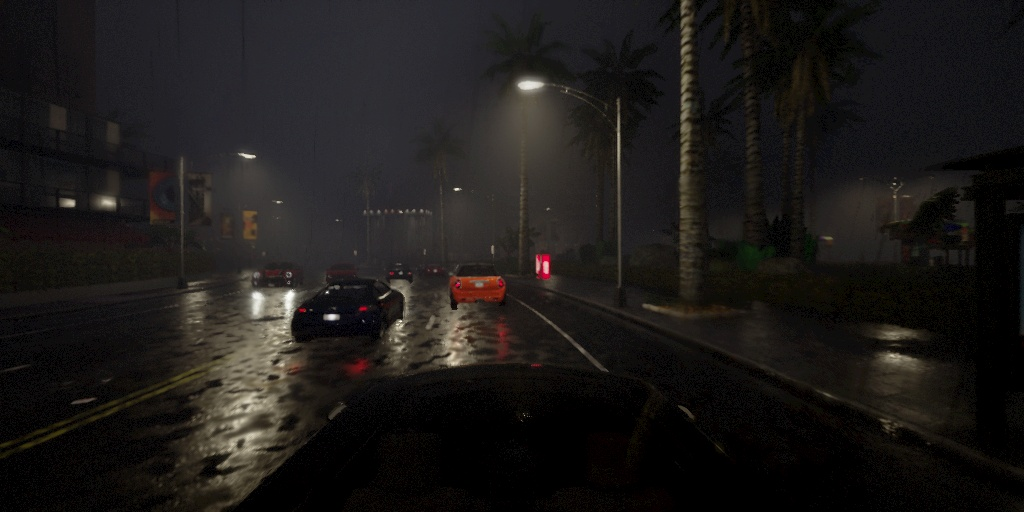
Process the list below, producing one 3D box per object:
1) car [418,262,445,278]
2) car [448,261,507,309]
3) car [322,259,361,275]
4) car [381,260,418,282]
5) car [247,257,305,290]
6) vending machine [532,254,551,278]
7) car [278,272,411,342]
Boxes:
[{"bbox_3d":[-7.554,1.268,33.250,1.994,1.385,4.181,0,0,-25],"label":"car"},{"bbox_3d":[-1.585,1.073,15.147,2.097,1.767,4.553,0,0,-11],"label":"car"},{"bbox_3d":[-11.901,1.227,25.285,1.882,1.535,5.008,0,0,-22],"label":"car"},{"bbox_3d":[-8.830,1.274,27.770,2.033,1.411,5.357,0,0,-22],"label":"car"},{"bbox_3d":[-14.748,1.123,22.887,2.097,1.767,4.553,0,0,-21],"label":"car"},{"bbox_3d":[2.506,0.859,28.721,1.100,2.100,0.880,0,0,-20],"label":"vending machine"},{"bbox_3d":[-4.227,1.314,9.883,1.994,1.385,4.181,0,0,-7],"label":"car"}]
